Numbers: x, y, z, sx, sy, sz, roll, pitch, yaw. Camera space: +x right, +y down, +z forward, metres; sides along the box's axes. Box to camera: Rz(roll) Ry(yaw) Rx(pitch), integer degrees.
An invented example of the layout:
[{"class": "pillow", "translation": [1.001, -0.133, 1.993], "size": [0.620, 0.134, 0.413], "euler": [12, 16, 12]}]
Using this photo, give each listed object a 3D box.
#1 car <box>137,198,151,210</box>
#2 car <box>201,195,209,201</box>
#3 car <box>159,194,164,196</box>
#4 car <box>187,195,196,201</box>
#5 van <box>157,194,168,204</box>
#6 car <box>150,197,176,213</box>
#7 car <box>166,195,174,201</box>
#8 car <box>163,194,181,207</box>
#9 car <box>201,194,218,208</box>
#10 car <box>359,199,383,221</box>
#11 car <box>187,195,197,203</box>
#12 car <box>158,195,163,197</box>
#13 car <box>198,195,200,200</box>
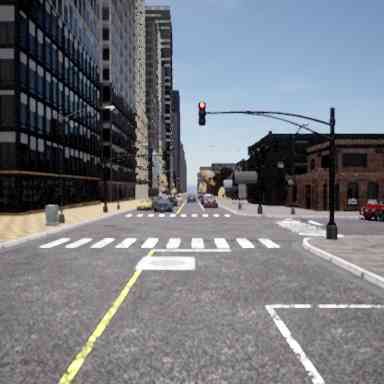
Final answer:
[{"class": "car", "translation": [-5.864, 1.506, 41.788], "size": [1.752, 1.417, 4.829], "euler": [-1, 0, 0]}, {"class": "car", "translation": [3.100, 1.471, 80.461], "size": [1.837, 1.490, 4.892], "euler": [0, 0, 0]}, {"class": "car", "translation": [-5.702, 1.540, 58.890], "size": [1.947, 1.339, 4.313], "euler": [-1, 0, 0]}, {"class": "car", "translation": [-0.045, 1.414, 78.893], "size": [2.128, 1.511, 4.902], "euler": [0, 0, 0]}, {"class": "van", "translation": [-5.709, 1.313, 64.534], "size": [1.690, 1.788, 3.998], "euler": [-1, 0, 0]}, {"class": "car", "translation": [-3.122, 1.547, 36.790], "size": [1.994, 1.385, 4.181], "euler": [0, 0, 0]}, {"class": "car", "translation": [-5.719, 1.491, 86.941], "size": [1.752, 1.417, 4.829], "euler": [-1, 0, 0]}, {"class": "car", "translation": [-3.122, 1.480, 51.465], "size": [1.837, 1.490, 4.892], "euler": [0, 0, 0]}, {"class": "car", "translation": [2.649, 1.419, 47.552], "size": [1.967, 1.590, 4.097], "euler": [-1, 0, 0]}, {"class": "car", "translation": [16.510, 1.409, 27.271], "size": [5.009, 1.841, 2.192], "euler": [1, 0, 1]}, {"class": "car", "translation": [-0.041, 1.325, 70.080], "size": [2.097, 1.767, 4.553], "euler": [0, 0, 0]}, {"class": "car", "translation": [-5.696, 1.545, 47.601], "size": [1.947, 1.339, 4.313], "euler": [-1, 0, 0]}, {"class": "car", "translation": [2.641, 1.290, 58.840], "size": [2.192, 1.841, 5.009], "euler": [-1, 0, 0]}]
